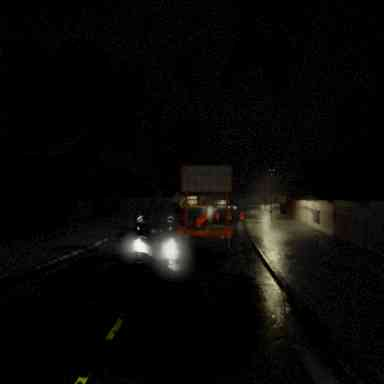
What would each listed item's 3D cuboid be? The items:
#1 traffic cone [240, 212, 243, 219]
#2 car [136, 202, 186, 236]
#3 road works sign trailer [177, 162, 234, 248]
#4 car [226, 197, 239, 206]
[{"bbox_3d":[4.112,1.972,27.598,0.340,0.580,0.340,0,0,7],"label":"traffic cone"},{"bbox_3d":[-1.613,1.358,18.575,2.097,1.767,4.553,0,0,7],"label":"car"},{"bbox_3d":[0.679,0.466,14.928,2.380,3.560,2.880,0,0,7],"label":"road works sign trailer"},{"bbox_3d":[7.134,1.640,57.996,2.033,1.411,5.357,0,0,15],"label":"car"}]
